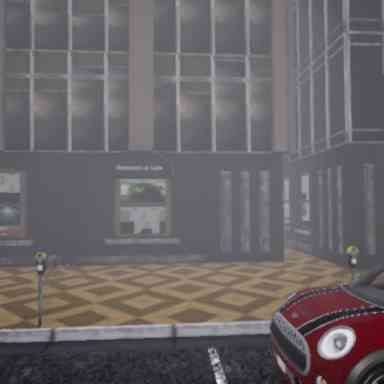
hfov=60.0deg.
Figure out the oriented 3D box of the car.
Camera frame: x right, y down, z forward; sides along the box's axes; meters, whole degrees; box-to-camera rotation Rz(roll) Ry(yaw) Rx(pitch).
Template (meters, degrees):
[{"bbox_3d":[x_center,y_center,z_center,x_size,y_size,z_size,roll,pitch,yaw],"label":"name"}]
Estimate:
[{"bbox_3d":[3.082,1.554,4.215,4.097,1.590,1.967,0,-2,-4],"label":"car"}]
